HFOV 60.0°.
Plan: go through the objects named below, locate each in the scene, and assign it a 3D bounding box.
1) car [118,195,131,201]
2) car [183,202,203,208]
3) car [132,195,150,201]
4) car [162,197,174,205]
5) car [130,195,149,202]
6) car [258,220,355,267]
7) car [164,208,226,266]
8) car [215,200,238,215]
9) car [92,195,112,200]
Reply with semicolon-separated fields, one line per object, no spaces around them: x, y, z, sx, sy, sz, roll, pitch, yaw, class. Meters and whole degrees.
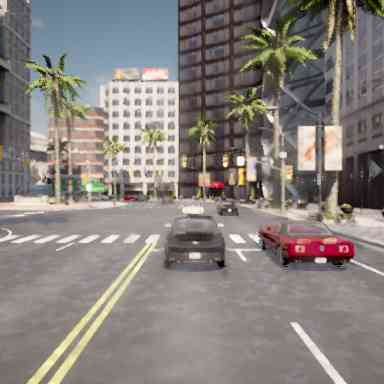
-15.965;1.567;85.713;5.008;1.535;1.882;0;0;35;car
0.094;1.633;31.339;1.895;1.301;4.718;0;0;0;car
-13.509;1.591;88.253;4.892;1.490;1.837;0;0;35;car
-4.503;1.628;62.734;1.994;1.385;4.181;0;0;-11;car
-11.911;1.633;77.491;1.994;1.385;4.181;0;0;-40;car
3.588;1.613;11.461;1.895;1.301;4.718;0;0;0;car
0.087;1.517;11.563;1.837;1.490;4.892;0;0;0;car
3.594;1.560;33.952;1.812;1.442;4.674;0;0;0;car
-24.942;1.561;90.742;4.674;1.442;1.812;0;0;22;car
